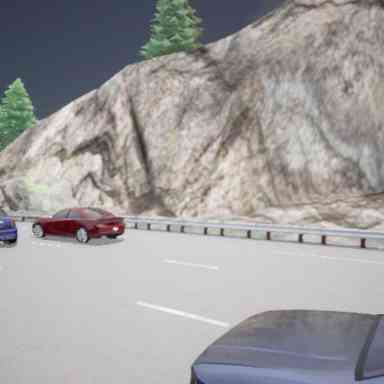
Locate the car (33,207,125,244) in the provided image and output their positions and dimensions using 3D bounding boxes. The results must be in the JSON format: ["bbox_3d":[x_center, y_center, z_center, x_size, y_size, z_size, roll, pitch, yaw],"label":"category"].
[{"bbox_3d":[-5.419,1.453,15.695,5.008,1.535,1.882,0,0,31],"label":"car"}]

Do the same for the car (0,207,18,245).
[{"bbox_3d":[-9.488,1.336,14.039,4.553,1.767,2.097,0,0,31],"label":"car"}]

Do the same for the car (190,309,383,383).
[{"bbox_3d":[2.515,1.540,2.134,5.357,1.411,2.033,0,0,35],"label":"car"}]
